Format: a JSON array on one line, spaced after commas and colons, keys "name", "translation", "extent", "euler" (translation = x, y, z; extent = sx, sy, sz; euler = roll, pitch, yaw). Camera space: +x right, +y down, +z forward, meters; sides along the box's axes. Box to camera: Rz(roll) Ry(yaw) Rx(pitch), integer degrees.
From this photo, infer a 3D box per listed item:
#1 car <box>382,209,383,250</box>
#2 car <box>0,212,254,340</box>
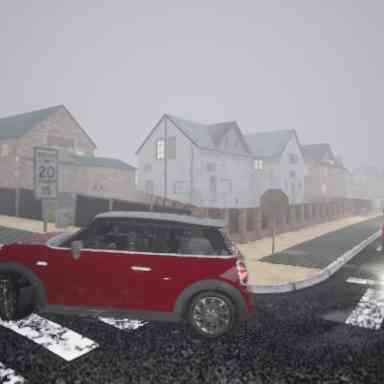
[{"name": "car", "translation": [9.333, 1.246, 13.685], "extent": [2.150, 2.045, 5.566], "euler": [0, 0, 36]}, {"name": "car", "translation": [-1.237, 1.134, 5.884], "extent": [4.553, 1.767, 2.097], "euler": [4, 1, 3]}]
